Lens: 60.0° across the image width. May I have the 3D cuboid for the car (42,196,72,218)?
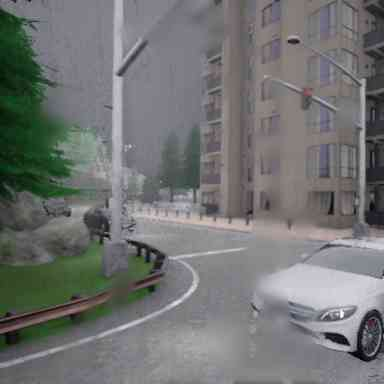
[{"bbox_3d":[-13.043,1.329,31.180,2.150,2.045,5.566,1,1,-36],"label":"car"}]

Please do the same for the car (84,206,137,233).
[{"bbox_3d":[-5.084,1.623,20.280,1.837,1.490,4.892,1,-1,-36],"label":"car"}]

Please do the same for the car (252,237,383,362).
[{"bbox_3d":[3.190,1.612,6.151,4.674,1.442,1.812,1,-1,-36],"label":"car"}]
